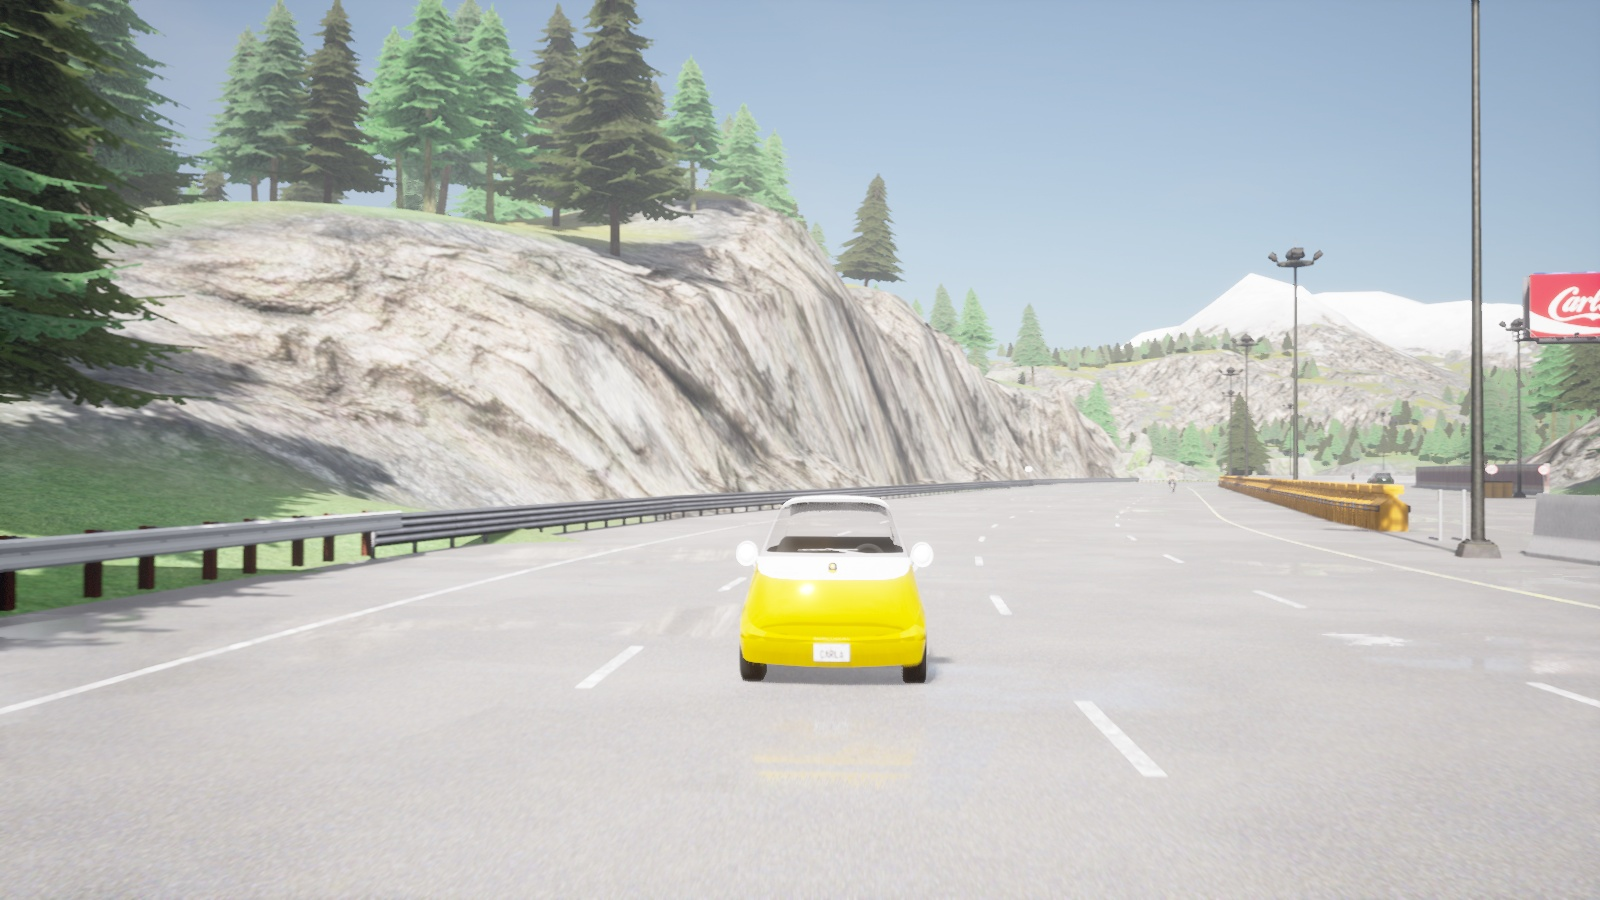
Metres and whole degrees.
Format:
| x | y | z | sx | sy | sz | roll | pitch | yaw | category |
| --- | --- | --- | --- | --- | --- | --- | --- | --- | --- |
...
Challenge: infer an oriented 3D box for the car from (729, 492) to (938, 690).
| x | y | z | sx | sy | sz | roll | pitch | yaw | category |
| --- | --- | --- | --- | --- | --- | --- | --- | --- | --- |
| 0.303 | 1.036 | 10.025 | 1.481 | 1.376 | 2.207 | 0 | -1 | 3 | car |
